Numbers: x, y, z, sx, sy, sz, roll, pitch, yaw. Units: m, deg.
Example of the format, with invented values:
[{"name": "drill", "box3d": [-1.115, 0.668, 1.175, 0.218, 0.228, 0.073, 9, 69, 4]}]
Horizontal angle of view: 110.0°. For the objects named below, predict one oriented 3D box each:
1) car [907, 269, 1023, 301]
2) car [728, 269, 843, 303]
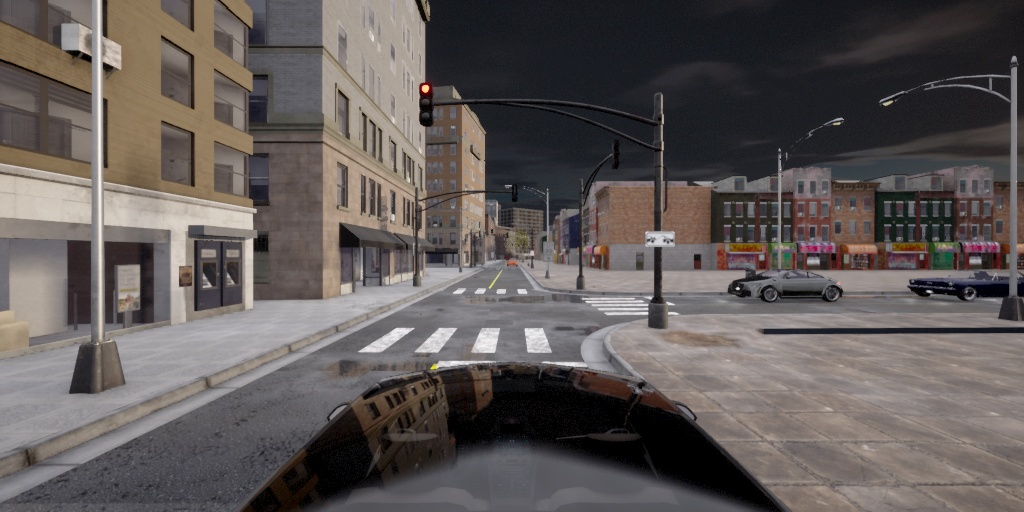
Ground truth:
[{"name": "car", "box3d": [20.822, 1.266, 16.007, 4.718, 1.301, 1.895, 0, 0, 0]}, {"name": "car", "box3d": [12.036, 1.262, 15.957, 4.181, 1.385, 1.994, 0, 0, 0]}]
